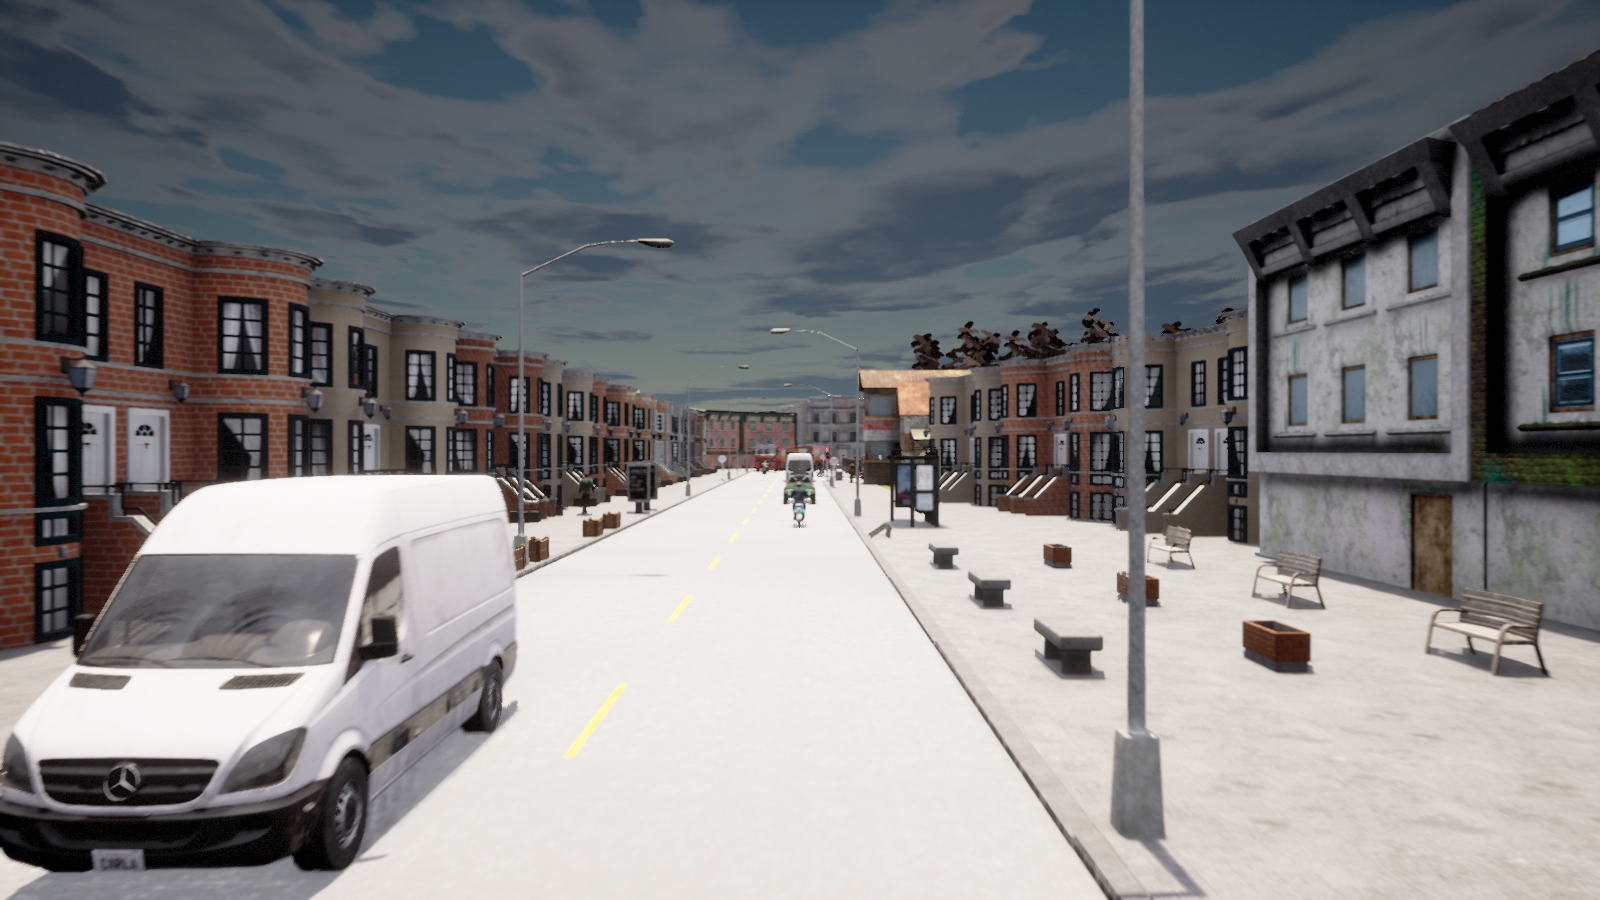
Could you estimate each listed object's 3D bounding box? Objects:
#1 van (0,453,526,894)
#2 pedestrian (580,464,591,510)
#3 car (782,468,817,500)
[{"bbox_3d":[-4.014,1.314,9.641,1.988,2.561,5.915,0,0,0],"label":"van"},{"bbox_3d":[-8.872,1.525,47.256,0.375,1.860,0.375,0,0,2],"label":"pedestrian"},{"bbox_3d":[-0.027,1.780,61.109,1.851,1.617,3.988,0,0,0],"label":"car"}]
